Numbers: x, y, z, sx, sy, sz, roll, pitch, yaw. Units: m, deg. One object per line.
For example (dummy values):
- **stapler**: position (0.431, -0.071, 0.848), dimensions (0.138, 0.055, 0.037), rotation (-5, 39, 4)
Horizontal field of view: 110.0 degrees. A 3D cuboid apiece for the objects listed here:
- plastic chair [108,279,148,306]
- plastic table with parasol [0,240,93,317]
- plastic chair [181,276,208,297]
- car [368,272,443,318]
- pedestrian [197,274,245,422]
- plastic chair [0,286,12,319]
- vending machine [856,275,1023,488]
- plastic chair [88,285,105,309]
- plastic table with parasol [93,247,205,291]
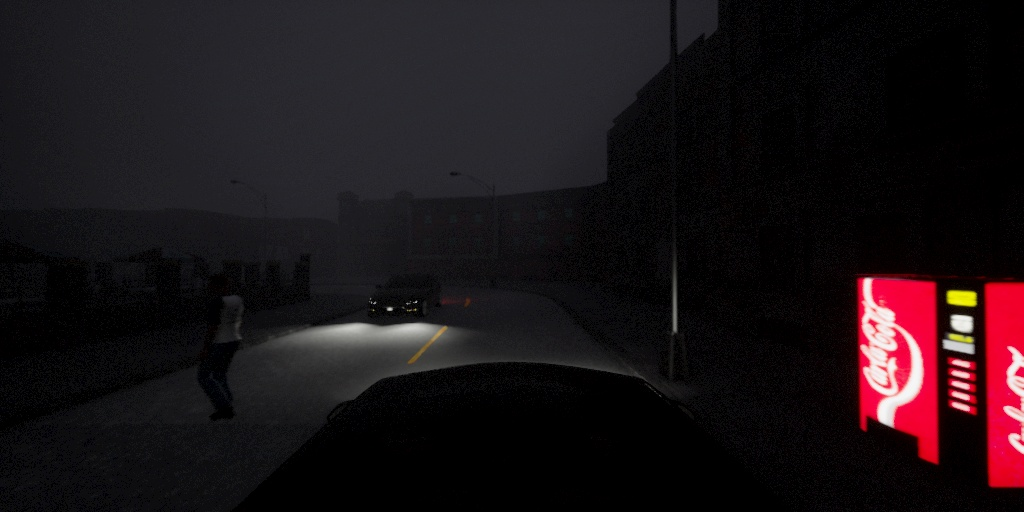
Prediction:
- **plastic chair**: position (-13.354, 1.474, 12.337), dimensions (0.750, 1.272, 0.730), rotation (0, 0, 0)
- **plastic table with parasol**: position (-13.053, 0.831, 9.229), dimensions (2.482, 2.480, 2.482), rotation (0, 0, -40)
- **plastic chair**: position (-12.016, 1.488, 13.479), dimensions (0.730, 1.272, 0.750), rotation (0, 0, 0)
- **car**: position (-3.908, 1.403, 13.819), dimensions (1.837, 1.490, 4.892), rotation (0, 1, -1)
- **pedestrian**: position (-3.571, 1.079, 4.461), dimensions (0.375, 1.860, 0.375), rotation (0, -1, 0)
- **plastic chair**: position (-12.322, 1.422, 8.230), dimensions (0.750, 1.272, 0.730), rotation (0, 0, -40)
- **vending machine**: position (4.301, 1.188, 3.500), dimensions (1.100, 2.100, 0.880), rotation (0, 0, 0)
- **plastic chair**: position (-12.031, 1.444, 9.965), dimensions (0.730, 1.272, 0.750), rotation (0, 0, -40)
- **plastic table with parasol**: position (-13.269, 0.886, 13.579), dimensions (2.482, 2.480, 2.482), rotation (0, 0, 0)
